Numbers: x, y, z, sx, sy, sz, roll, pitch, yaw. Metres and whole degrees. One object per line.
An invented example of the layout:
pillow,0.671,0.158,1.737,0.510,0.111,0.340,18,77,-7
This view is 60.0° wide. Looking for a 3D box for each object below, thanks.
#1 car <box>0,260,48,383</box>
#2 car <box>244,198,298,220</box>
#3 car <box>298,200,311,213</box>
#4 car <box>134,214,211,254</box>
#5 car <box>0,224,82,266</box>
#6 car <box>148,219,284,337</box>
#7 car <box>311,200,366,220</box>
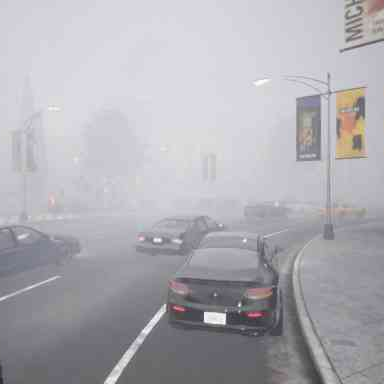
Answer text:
car,-2.655,1.488,1.088,2.128,1.511,4.902,0,0,1
car,6.269,1.492,27.388,4.902,1.511,2.128,0,0,-43
car,12.410,1.603,36.207,4.718,1.301,1.895,0,0,-29
car,-0.114,1.547,12.684,2.033,1.411,5.357,0,0,22
car,-5.161,1.546,8.767,2.033,1.411,5.357,0,0,15
car,0.836,1.525,6.696,1.812,1.442,4.674,0,0,13
car,12.641,1.459,28.023,5.366,1.575,1.801,0,0,-35
